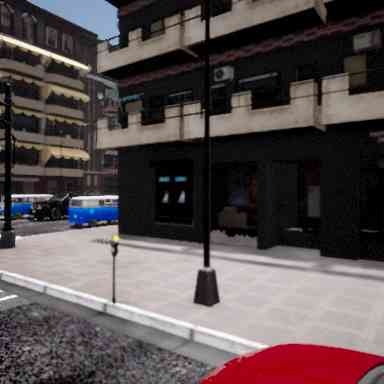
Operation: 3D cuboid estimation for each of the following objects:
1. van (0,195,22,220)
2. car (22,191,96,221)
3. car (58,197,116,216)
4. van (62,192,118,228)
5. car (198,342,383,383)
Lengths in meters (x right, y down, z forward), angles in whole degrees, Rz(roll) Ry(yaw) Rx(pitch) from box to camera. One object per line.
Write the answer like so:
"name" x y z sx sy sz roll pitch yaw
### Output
"van" -12.382 1.092 25.243 1.690 1.788 3.998 1 2 35
"car" -9.324 0.964 25.124 2.150 2.045 5.566 0 1 34
"car" -9.256 1.201 29.687 1.752 1.417 4.829 1 2 35
"van" -5.548 1.138 20.394 1.690 1.788 3.998 1 2 35
"car" 1.949 1.545 1.478 4.507 1.381 1.887 0 0 36
